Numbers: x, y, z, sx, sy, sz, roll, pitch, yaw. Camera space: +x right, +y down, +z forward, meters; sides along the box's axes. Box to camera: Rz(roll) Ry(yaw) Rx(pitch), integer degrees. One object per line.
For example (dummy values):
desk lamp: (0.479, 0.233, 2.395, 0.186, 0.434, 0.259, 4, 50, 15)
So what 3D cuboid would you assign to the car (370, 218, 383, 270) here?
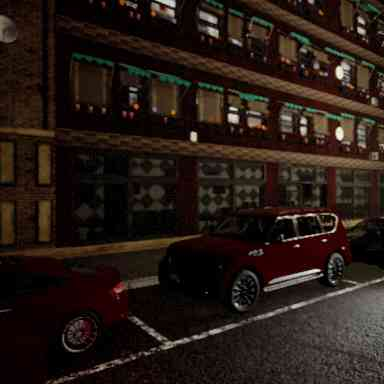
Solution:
car: (6.355, 1.576, 11.095, 4.313, 1.339, 1.947, 0, 0, -36)

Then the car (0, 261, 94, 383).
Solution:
car: (-3.133, 1.477, 1.115, 5.008, 1.535, 1.882, 0, 0, -35)

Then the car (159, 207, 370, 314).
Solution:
car: (1.716, 1.320, 7.787, 5.009, 1.841, 2.192, 0, 0, -36)

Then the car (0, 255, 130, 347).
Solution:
car: (-2.921, 1.582, 4.478, 4.206, 1.307, 1.802, 0, 0, -36)
